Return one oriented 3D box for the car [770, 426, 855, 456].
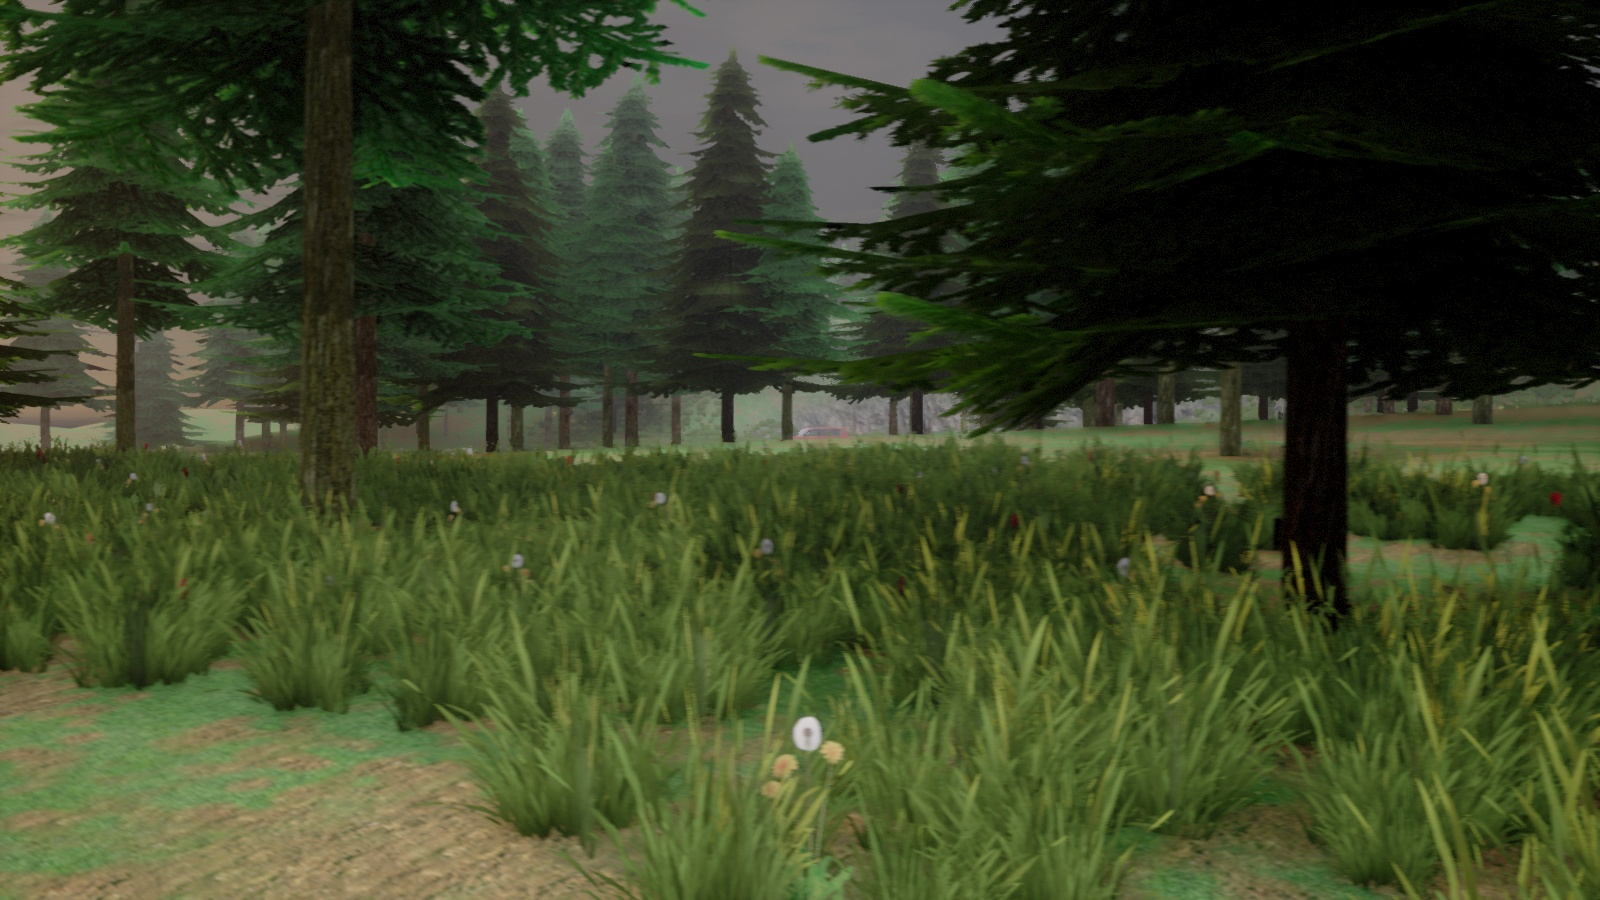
[{"bbox_3d":[0.868,-0.629,88.746,5.566,2.045,2.150,-1,1,-23],"label":"car"}]
